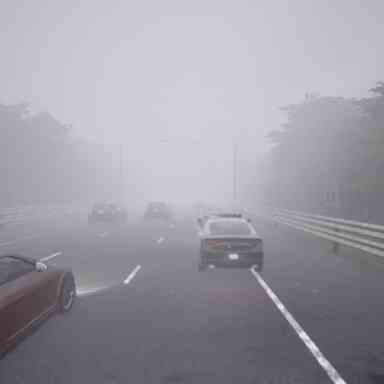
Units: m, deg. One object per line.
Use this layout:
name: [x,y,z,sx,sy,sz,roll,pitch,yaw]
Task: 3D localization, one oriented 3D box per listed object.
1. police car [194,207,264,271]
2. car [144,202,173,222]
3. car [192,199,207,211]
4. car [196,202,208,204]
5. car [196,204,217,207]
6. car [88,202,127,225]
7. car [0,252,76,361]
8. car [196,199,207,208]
police car: [1.141,1.533,11.416,1.930,1.638,5.238,0,-1,1]
car: [-2.931,1.629,29.678,2.097,1.767,4.553,0,0,2]
car: [1.100,1.947,47.243,1.837,1.490,4.892,0,-1,3]
car: [1.451,1.782,27.179,1.812,1.442,4.674,0,-1,1]
car: [1.310,1.726,21.227,1.812,1.442,4.674,0,-1,1]
car: [-6.524,1.595,26.229,2.097,1.767,4.553,0,0,1]
car: [-3.369,1.613,5.143,1.994,1.385,4.181,0,-1,1]
car: [1.759,2.098,61.100,1.812,1.442,4.674,0,-1,3]
